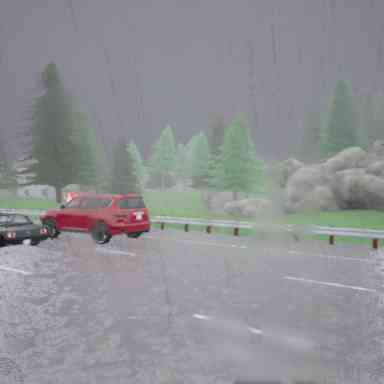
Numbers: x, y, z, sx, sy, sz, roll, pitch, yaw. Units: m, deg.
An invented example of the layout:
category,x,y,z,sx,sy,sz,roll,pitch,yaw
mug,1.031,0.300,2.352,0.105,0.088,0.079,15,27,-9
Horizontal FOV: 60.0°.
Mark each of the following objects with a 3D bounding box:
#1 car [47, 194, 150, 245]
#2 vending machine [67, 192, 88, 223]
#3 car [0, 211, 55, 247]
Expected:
category,x,y,z,sx,sy,sz,roll,pitch,yaw
car,-4.468,1.116,15.212,5.566,2.045,2.150,0,0,32
vending machine,-7.927,1.033,23.098,0.880,2.100,1.100,0,0,30
car,-7.846,1.501,13.184,4.718,1.301,1.895,0,0,32
